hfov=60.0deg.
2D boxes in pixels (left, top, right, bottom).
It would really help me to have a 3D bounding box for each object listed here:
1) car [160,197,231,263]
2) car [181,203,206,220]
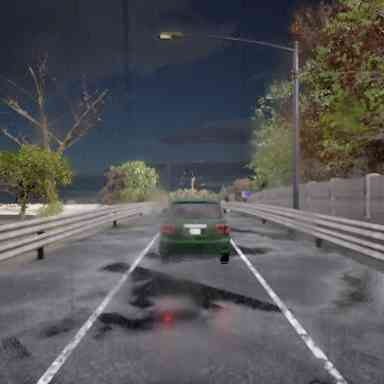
[{"bbox_3d":[0.096,1.191,12.019,2.150,2.045,5.566,0,0,0],"label":"car"},{"bbox_3d":[0.159,1.645,29.073,1.994,1.385,4.181,0,-1,0],"label":"car"}]
